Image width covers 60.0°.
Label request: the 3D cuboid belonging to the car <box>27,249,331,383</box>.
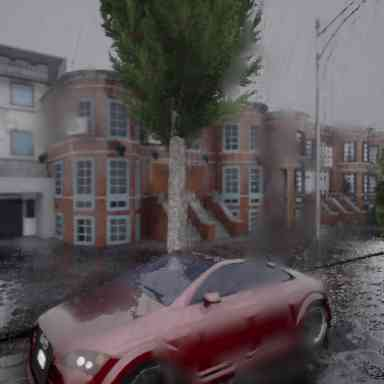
[{"bbox_3d":[0.051,1.558,4.640,4.181,1.385,1.994,0,0,-35],"label":"car"}]
